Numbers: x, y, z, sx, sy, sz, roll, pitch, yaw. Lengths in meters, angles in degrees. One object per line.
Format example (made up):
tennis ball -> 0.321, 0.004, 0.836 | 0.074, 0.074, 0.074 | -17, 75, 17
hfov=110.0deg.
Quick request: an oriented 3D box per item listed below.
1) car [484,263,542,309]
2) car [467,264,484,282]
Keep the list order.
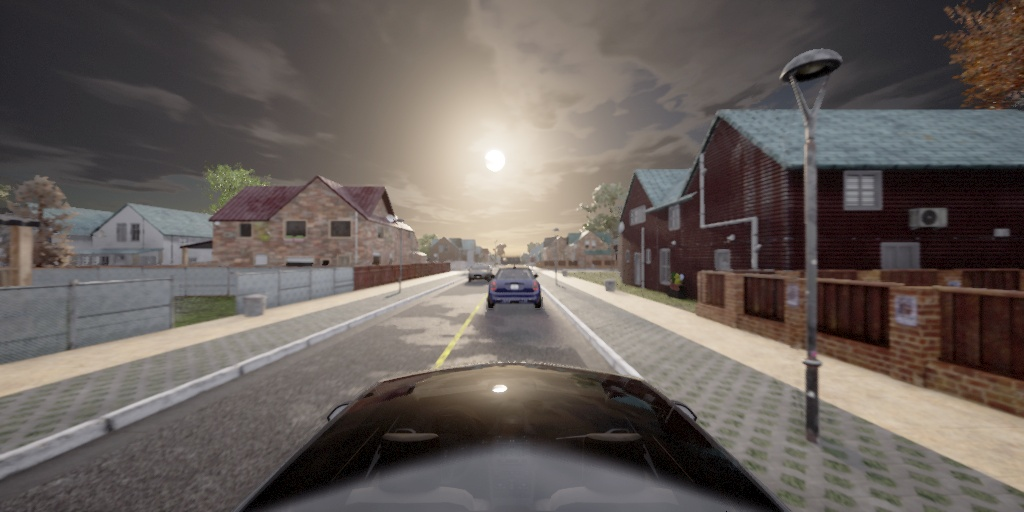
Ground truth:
car -> 0.097, 1.185, 15.528 | 2.097, 1.767, 4.553 | 0, 0, 0
car -> -2.757, 1.486, 31.491 | 1.837, 1.490, 4.892 | 0, -1, 0
